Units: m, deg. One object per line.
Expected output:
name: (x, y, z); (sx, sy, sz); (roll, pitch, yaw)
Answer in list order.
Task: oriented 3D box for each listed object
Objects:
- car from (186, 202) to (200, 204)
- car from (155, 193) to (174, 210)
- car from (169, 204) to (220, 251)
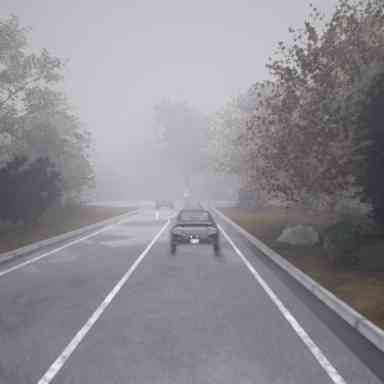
car: (0.094, 1.577, 30.483); (1.994, 1.385, 4.181); (0, 0, 0)
car: (-3.508, 1.153, 43.488); (2.150, 2.045, 5.566); (0, 0, 0)
car: (0.098, 1.498, 14.052); (2.128, 1.511, 4.902); (0, 0, 0)
